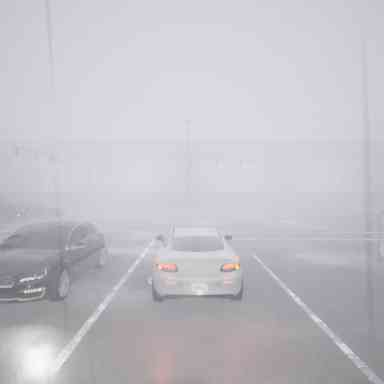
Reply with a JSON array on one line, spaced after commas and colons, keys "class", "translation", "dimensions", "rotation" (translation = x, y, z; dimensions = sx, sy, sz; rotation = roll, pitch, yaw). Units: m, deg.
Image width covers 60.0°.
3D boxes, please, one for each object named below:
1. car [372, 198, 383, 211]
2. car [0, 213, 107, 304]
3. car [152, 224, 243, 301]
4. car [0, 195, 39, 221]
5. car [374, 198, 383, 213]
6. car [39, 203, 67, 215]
[{"class": "car", "translation": [23.307, 1.394, 37.840], "dimensions": [4.674, 1.442, 1.812], "rotation": [-1, 0, 2]}, {"class": "car", "translation": [-3.527, 1.504, 8.346], "dimensions": [1.837, 1.490, 4.892], "rotation": [0, 0, 1]}, {"class": "car", "translation": [0.075, 1.526, 8.210], "dimensions": [1.812, 1.442, 4.674], "rotation": [0, 0, -1]}, {"class": "car", "translation": [-14.813, 1.219, 24.679], "dimensions": [5.566, 2.045, 2.150], "rotation": [0, 0, 2]}, {"class": "car", "translation": [18.483, 1.134, 27.264], "dimensions": [5.566, 2.045, 2.150], "rotation": [0, 0, 2]}, {"class": "car", "translation": [-13.206, 1.599, 28.130], "dimensions": [4.718, 1.301, 1.895], "rotation": [0, 0, 2]}]
